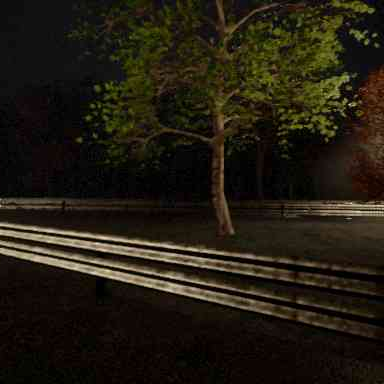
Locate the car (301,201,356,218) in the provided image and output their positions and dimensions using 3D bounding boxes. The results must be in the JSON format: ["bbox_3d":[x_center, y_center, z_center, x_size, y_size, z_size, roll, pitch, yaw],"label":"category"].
[{"bbox_3d":[12.551,1.549,30.874,4.792,1.488,2.163,0,0,13],"label":"car"}]
